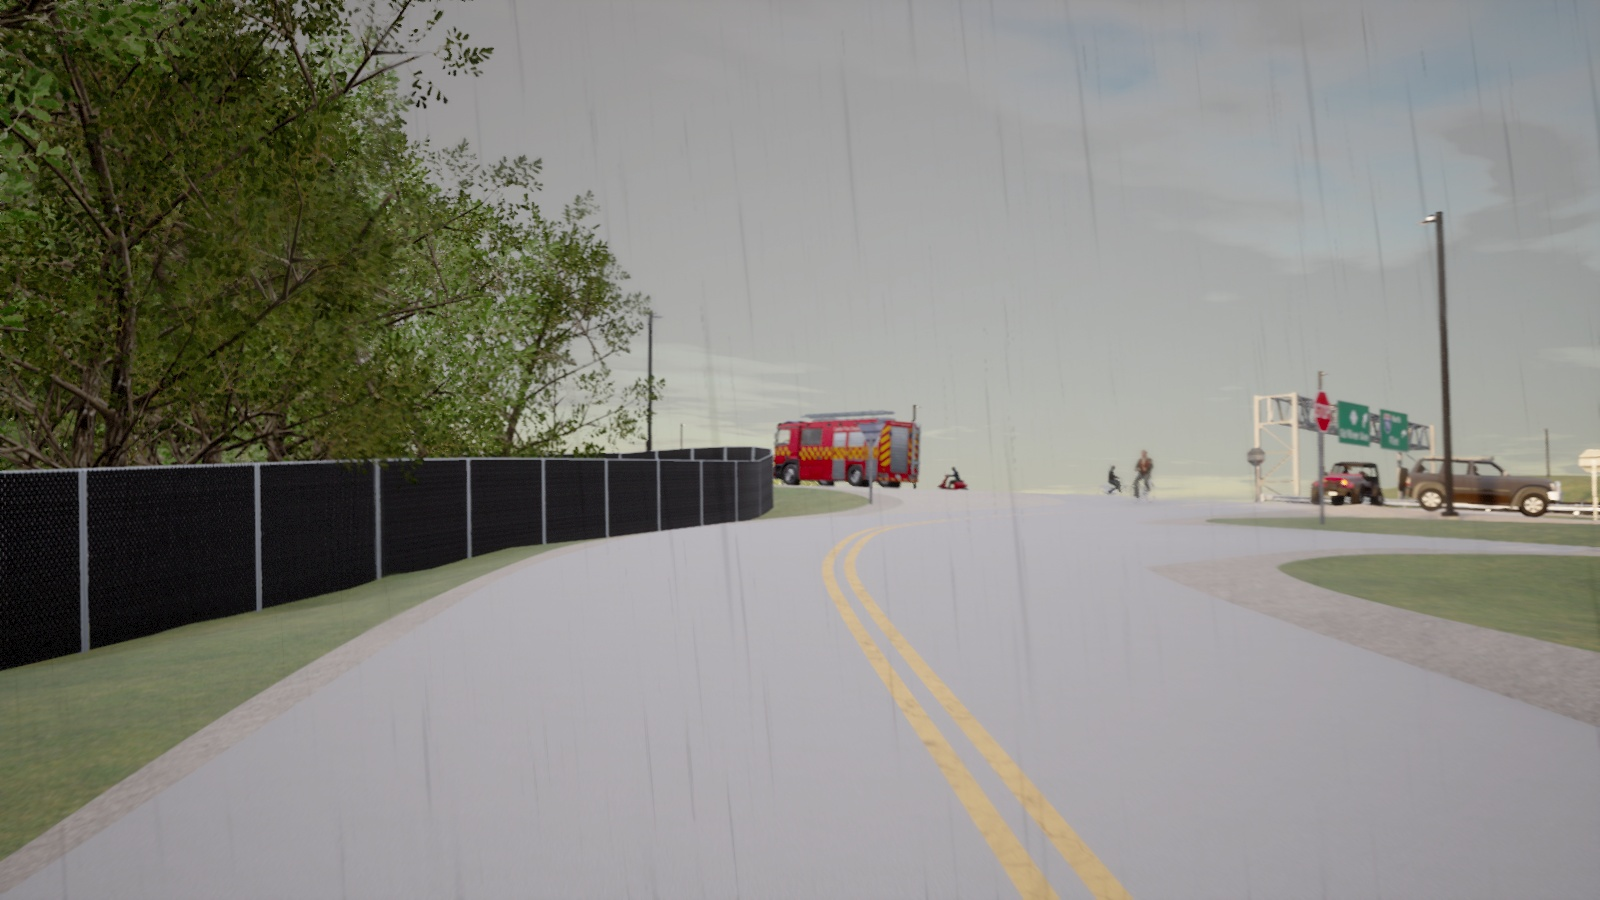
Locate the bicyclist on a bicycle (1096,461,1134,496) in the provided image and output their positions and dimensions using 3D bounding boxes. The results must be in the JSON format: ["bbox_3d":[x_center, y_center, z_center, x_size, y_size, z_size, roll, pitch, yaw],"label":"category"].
[{"bbox_3d":[16.376,1.502,65.311,1.843,1.776,0.659,1,-3,10],"label":"bicyclist on a bicycle"}]

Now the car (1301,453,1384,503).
[{"bbox_3d":[22.217,1.160,51.380,1.905,1.878,3.866,1,-2,43],"label":"car"}]

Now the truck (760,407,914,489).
[{"bbox_3d":[1.795,0.004,64.689,2.891,3.827,8.468,4,-4,-40],"label":"truck"}]

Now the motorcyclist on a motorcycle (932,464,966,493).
[{"bbox_3d":[8.310,1.593,70.136,1.817,1.590,0.866,1,-3,10],"label":"motorcyclist on a motorcycle"}]

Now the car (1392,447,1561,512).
[{"bbox_3d":[21.580,0.932,40.221,4.605,1.855,1.932,2,-1,27],"label":"car"}]

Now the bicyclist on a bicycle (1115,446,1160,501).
[{"bbox_3d":[10.985,0.761,40.879,0.659,1.776,1.843,-2,-1,39],"label":"bicyclist on a bicycle"}]
